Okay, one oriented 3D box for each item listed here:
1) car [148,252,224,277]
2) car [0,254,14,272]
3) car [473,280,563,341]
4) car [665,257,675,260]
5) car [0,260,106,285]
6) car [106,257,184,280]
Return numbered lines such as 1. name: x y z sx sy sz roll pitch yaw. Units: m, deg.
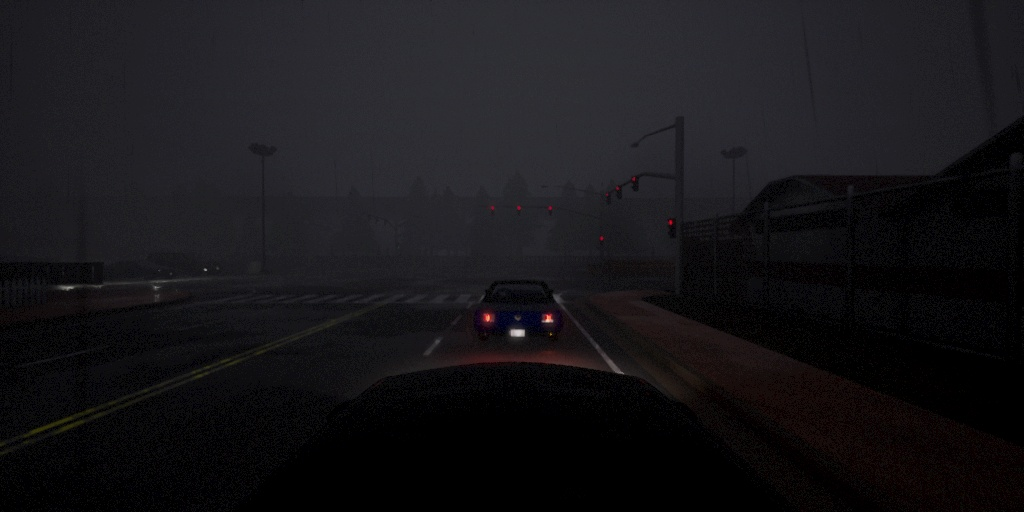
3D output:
1. car: -27.550 0.688 30.145 5.566 2.045 2.150 0 1 -1
2. car: -45.172 0.446 29.883 4.674 1.442 1.812 4 1 -1
3. car: 0.189 1.274 9.576 1.895 1.301 4.718 0 1 2
4. car: 18.948 0.850 41.648 4.902 1.511 2.128 0 1 -1
5. car: -29.923 1.010 23.108 5.008 1.535 1.882 0 1 -1
6. car: -27.725 1.027 26.647 4.674 1.442 1.812 0 1 -1
